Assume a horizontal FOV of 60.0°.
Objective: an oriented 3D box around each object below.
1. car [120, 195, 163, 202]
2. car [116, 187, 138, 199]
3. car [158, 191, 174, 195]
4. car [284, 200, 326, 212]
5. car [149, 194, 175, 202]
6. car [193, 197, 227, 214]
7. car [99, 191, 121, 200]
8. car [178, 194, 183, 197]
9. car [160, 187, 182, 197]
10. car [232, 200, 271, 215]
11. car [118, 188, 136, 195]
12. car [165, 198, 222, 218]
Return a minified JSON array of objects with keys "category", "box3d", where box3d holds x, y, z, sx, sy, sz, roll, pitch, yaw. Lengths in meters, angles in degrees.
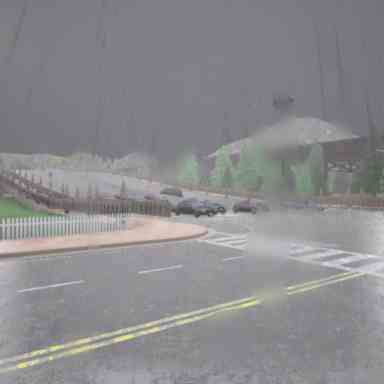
[{"category":"car","box3d":[-5.982,1.449,38.913,2.033,1.411,5.357,0,2,-37]},{"category":"car","box3d":[-11.392,0.167,58.039,1.837,1.490,4.892,0,6,-36]},{"category":"car","box3d":[-5.320,1.005,49.760,1.882,1.535,5.008,0,4,-37]},{"category":"car","box3d":[12.639,1.592,38.003,1.895,1.301,4.718,0,0,-38]},{"category":"car","box3d":[-4.258,1.410,42.457,1.994,1.385,4.181,0,2,-37]},{"category":"car","box3d":[1.693,1.553,34.497,1.994,1.385,4.181,0,0,-37]},{"category":"car","box3d":[-12.116,0.902,47.165,1.837,1.490,4.892,0,4,-36]},{"category":"car","box3d":[0.740,1.421,41.614,1.882,1.535,5.008,0,1,-37]},{"category":"car","box3d":[-3.885,0.179,59.891,2.150,2.045,5.566,0,6,-36]},{"category":"car","box3d":[6.110,1.555,34.437,1.994,1.385,4.181,0,0,-37]},{"category":"car","box3d":[-10.231,0.633,50.506,2.097,1.767,4.553,0,4,-36]},{"category":"car","box3d":[0.037,1.541,30.864,2.033,1.411,5.357,0,0,-37]}]
